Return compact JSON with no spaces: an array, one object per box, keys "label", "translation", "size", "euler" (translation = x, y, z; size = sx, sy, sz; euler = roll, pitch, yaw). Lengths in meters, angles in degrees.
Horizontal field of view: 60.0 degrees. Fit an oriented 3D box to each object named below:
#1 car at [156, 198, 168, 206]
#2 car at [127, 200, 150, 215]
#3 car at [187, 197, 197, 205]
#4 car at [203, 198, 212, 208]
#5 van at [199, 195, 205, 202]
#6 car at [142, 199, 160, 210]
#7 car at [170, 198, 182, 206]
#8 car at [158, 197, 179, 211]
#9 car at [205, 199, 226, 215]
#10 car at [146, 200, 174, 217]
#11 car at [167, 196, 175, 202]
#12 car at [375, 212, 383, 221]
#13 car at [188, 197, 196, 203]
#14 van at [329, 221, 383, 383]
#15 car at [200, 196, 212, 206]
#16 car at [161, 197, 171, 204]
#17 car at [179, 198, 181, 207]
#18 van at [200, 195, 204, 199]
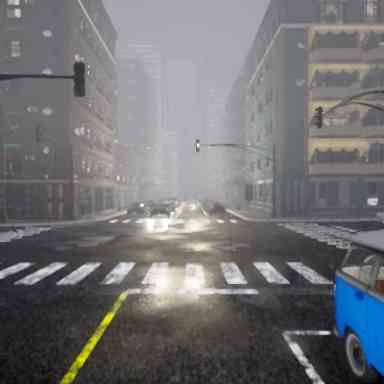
[{"label":"car","translation":[-5.699,1.808,62.916],"size":[1.887,1.381,4.507],"euler":[0,0,0]},{"label":"car","translation":[-5.698,1.707,35.298],"size":[1.947,1.339,4.313],"euler":[0,0,0]},{"label":"car","translation":[-0.002,1.797,64.742],"size":[1.812,1.442,4.674],"euler":[0,0,0]},{"label":"car","translation":[2.683,1.730,40.810],"size":[1.947,1.339,4.313],"euler":[0,0,0]},{"label":"van","translation":[2.680,1.734,90.522],"size":[1.690,1.788,3.998],"euler":[-1,0,0]},{"label":"car","translation":[-5.698,1.755,46.346],"size":[1.947,1.339,4.313],"euler":[0,0,0]},{"label":"car","translation":[-3.001,1.811,62.892],"size":[2.033,1.411,5.357],"euler":[0,0,0]},{"label":"car","translation":[-3.096,1.735,42.306],"size":[1.994,1.385,4.181],"euler":[0,0,0]},{"label":"car","translation":[2.683,1.723,35.287],"size":[1.802,1.307,4.206],"euler":[0,0,0]},{"label":"car","translation":[-3.084,1.733,33.217],"size":[1.895,1.301,4.718],"euler":[0,0,0]},{"label":"car","translation":[-5.700,1.919,90.363],"size":[1.752,1.417,4.829],"euler":[0,0,0]},{"label":"car","translation":[13.626,1.445,19.833],"size":[4.718,1.301,1.895],"euler":[-1,0,-1]},{"label":"car","translation":[-0.001,1.745,74.778],"size":[1.895,1.301,4.718],"euler":[0,0,0]},{"label":"van","translation":[2.682,1.352,2.893],"size":[1.690,1.788,3.998],"euler":[0,0,0]},{"label":"car","translation":[2.683,1.758,51.857],"size":[1.887,1.381,4.507],"euler":[0,0,0]},{"label":"car","translation":[-5.699,1.897,73.963],"size":[1.802,1.307,4.206],"euler":[0,0,0]},{"label":"car","translation":[-3.056,1.568,52.357],"size":[2.097,1.767,4.553],"euler":[0,0,0]},{"label":"van","translation":[2.681,1.579,57.381],"size":[1.690,1.788,3.998],"euler":[0,0,0]}]
